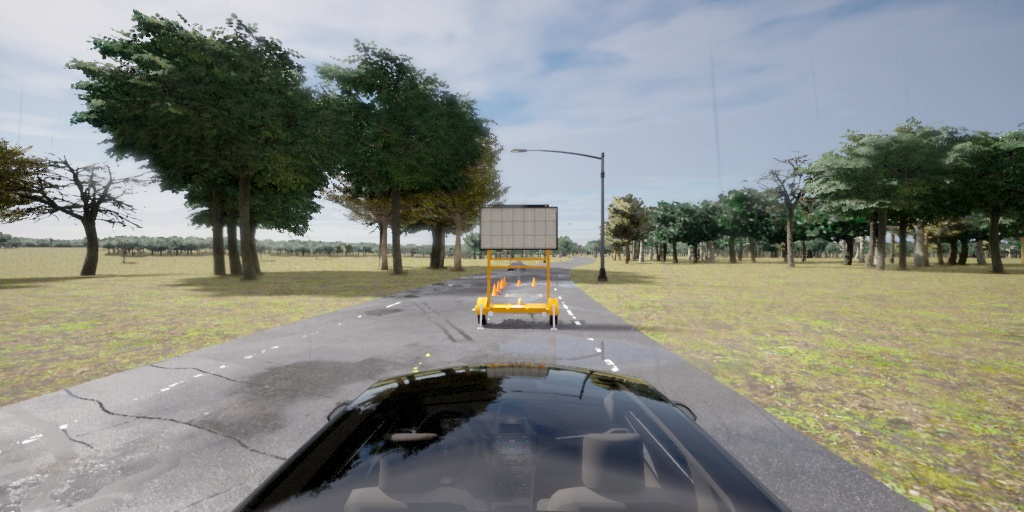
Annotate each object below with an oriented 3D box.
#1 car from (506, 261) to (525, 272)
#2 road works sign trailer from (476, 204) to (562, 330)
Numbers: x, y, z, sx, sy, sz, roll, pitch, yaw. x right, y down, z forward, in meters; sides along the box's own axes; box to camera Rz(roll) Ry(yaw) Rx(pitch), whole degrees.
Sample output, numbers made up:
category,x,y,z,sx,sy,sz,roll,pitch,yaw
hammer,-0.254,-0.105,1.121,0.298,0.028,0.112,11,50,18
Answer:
category,x,y,z,sx,sy,sz,roll,pitch,yaw
car,0.546,1.354,45.920,1.994,1.385,4.181,0,0,10
road works sign trailer,0.208,0.215,11.139,2.380,3.560,2.880,0,0,3
